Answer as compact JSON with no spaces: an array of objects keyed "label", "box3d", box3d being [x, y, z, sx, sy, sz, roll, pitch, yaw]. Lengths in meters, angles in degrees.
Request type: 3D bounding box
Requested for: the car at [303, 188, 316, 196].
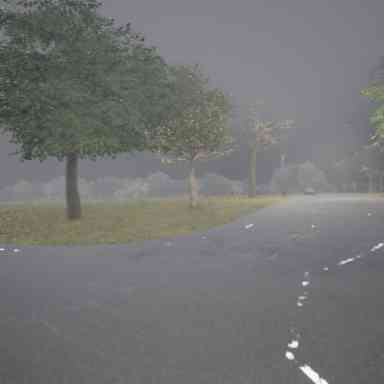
[{"label":"car","box3d":[21.619,0.041,60.962,2.033,1.411,5.357,-1,1,26]}]
